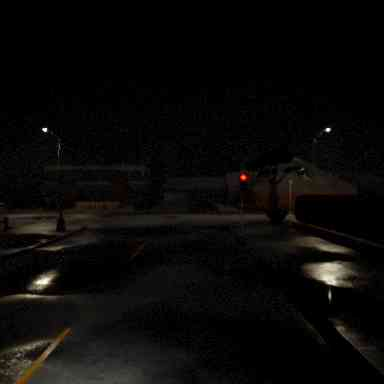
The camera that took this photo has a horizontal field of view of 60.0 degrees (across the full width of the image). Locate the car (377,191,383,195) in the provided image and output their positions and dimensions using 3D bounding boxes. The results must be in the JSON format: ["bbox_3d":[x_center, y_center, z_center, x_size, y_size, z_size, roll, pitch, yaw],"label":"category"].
[{"bbox_3d":[38.003,0.758,66.611,1.905,1.878,3.866,0,0,0],"label":"car"}]
